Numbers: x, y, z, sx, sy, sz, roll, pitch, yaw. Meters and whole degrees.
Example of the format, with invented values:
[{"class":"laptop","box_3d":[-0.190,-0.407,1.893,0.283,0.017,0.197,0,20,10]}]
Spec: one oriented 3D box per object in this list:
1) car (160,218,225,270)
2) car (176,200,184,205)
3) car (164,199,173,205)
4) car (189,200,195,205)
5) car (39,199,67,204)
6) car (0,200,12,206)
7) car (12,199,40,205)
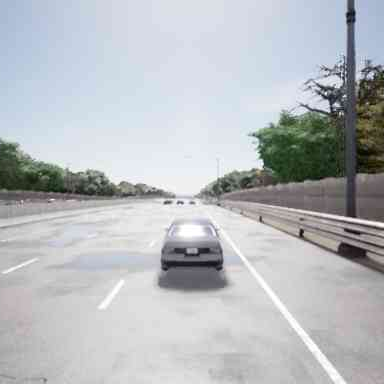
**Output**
[{"class":"car","box_3d":[0.002,1.561,11.019,2.033,1.411,5.357,0,0,0]},{"class":"car","box_3d":[-3.488,2.937,94.943,1.812,1.442,4.674,0,-2,0]},{"class":"car","box_3d":[-6.988,2.895,94.529,1.837,1.490,4.892,0,-2,0]},{"class":"car","box_3d":[0.012,3.009,94.970,1.895,1.301,4.718,0,-2,0]},{"class":"car","box_3d":[-17.494,1.745,43.660,2.033,1.411,5.357,0,-1,0]},{"class":"car","box_3d":[-24.494,1.850,43.660,1.812,1.442,4.674,0,-1,0]},{"class":"car","box_3d":[-20.994,1.691,43.691,2.097,1.767,4.553,0,-1,0]}]
